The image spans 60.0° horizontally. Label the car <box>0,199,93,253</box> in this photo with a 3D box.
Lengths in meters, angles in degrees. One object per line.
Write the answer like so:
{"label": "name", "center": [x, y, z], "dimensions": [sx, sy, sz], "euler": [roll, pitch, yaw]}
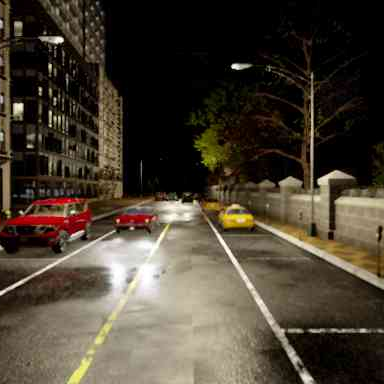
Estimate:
{"label": "car", "center": [-5.520, 1.226, 13.389], "dimensions": [2.192, 1.841, 5.009], "euler": [0, 0, 0]}

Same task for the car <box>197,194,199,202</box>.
{"label": "car", "center": [1.976, 1.258, 46.693], "dimensions": [1.802, 1.307, 4.206], "euler": [0, 0, -1]}

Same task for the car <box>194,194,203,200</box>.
{"label": "car", "center": [1.417, 1.056, 74.436], "dimensions": [1.802, 1.307, 4.206], "euler": [0, 0, -1]}

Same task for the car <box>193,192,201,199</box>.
{"label": "car", "center": [1.193, 0.830, 85.532], "dimensions": [1.967, 1.590, 4.097], "euler": [0, 0, -1]}

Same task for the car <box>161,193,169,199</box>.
{"label": "car", "center": [-6.828, 0.918, 85.274], "dimensions": [1.752, 1.417, 4.829], "euler": [0, 0, -1]}

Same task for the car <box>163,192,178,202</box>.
{"label": "car", "center": [-3.669, 0.923, 61.396], "dimensions": [2.097, 1.767, 4.553], "euler": [0, 0, -1]}

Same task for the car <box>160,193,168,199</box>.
{"label": "car", "center": [-6.720, 1.015, 79.905], "dimensions": [1.802, 1.307, 4.206], "euler": [0, 0, -1]}

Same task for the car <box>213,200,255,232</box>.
{"label": "car", "center": [2.450, 1.396, 19.125], "dimensions": [1.752, 1.417, 4.829], "euler": [0, 0, -1]}

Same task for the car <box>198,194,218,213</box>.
{"label": "car", "center": [1.896, 1.227, 33.698], "dimensions": [1.801, 1.575, 5.366], "euler": [0, 0, -1]}

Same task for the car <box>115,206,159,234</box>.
{"label": "car", "center": [-2.964, 1.476, 18.567], "dimensions": [1.895, 1.301, 4.718], "euler": [0, 0, -1]}

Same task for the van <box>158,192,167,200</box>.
{"label": "van", "center": [-6.608, 0.816, 74.364], "dimensions": [1.690, 1.788, 3.998], "euler": [0, 0, -1]}

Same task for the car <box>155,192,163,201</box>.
{"label": "car", "center": [-6.497, 0.832, 68.824], "dimensions": [2.192, 1.841, 5.009], "euler": [0, 0, -1]}

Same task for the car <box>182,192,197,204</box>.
{"label": "car", "center": [-0.697, 1.184, 52.261], "dimensions": [2.033, 1.411, 5.357], "euler": [0, 0, -1]}
